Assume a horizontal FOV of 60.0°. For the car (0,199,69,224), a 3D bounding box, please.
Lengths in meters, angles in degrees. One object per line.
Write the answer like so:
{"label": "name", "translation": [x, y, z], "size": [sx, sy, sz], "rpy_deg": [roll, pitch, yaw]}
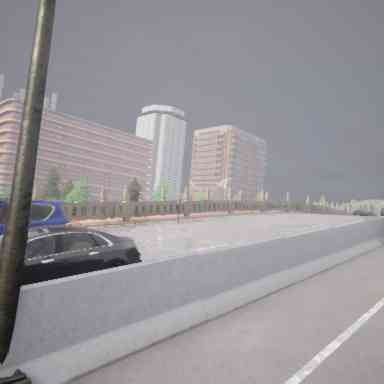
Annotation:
{"label": "car", "translation": [-6.100, 1.240, 9.111], "size": [2.150, 2.045, 5.566], "rpy_deg": [0, 0, 43]}

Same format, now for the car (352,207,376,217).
{"label": "car", "translation": [23.793, 2.812, 45.793], "size": [2.033, 1.411, 5.357], "rpy_deg": [0, -6, 43]}

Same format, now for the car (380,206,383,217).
{"label": "car", "translation": [26.338, 2.508, 43.391], "size": [2.150, 2.045, 5.566], "rpy_deg": [0, -6, 43]}

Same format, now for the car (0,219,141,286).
{"label": "car", "translation": [-3.328, 1.519, 6.949], "size": [1.837, 1.490, 4.892], "rpy_deg": [0, 0, 43]}
